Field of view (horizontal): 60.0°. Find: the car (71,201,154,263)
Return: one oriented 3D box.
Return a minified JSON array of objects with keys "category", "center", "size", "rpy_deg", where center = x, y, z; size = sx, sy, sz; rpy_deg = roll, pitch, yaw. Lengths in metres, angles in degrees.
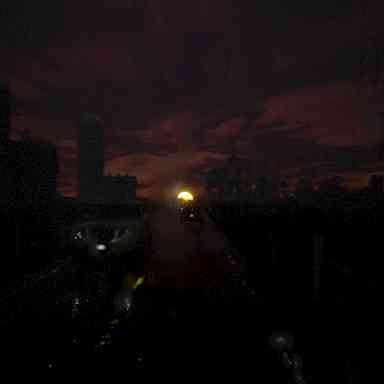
[{"category":"car","center":[-2.756,1.366,12.862],"size":[2.150,2.045,5.566],"rpy_deg":[0,-1,0]}]

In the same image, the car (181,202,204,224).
[{"category":"car","center":[0.018,1.847,27.419],"size":[2.033,1.411,5.357],"rpy_deg":[0,-1,1]}]
